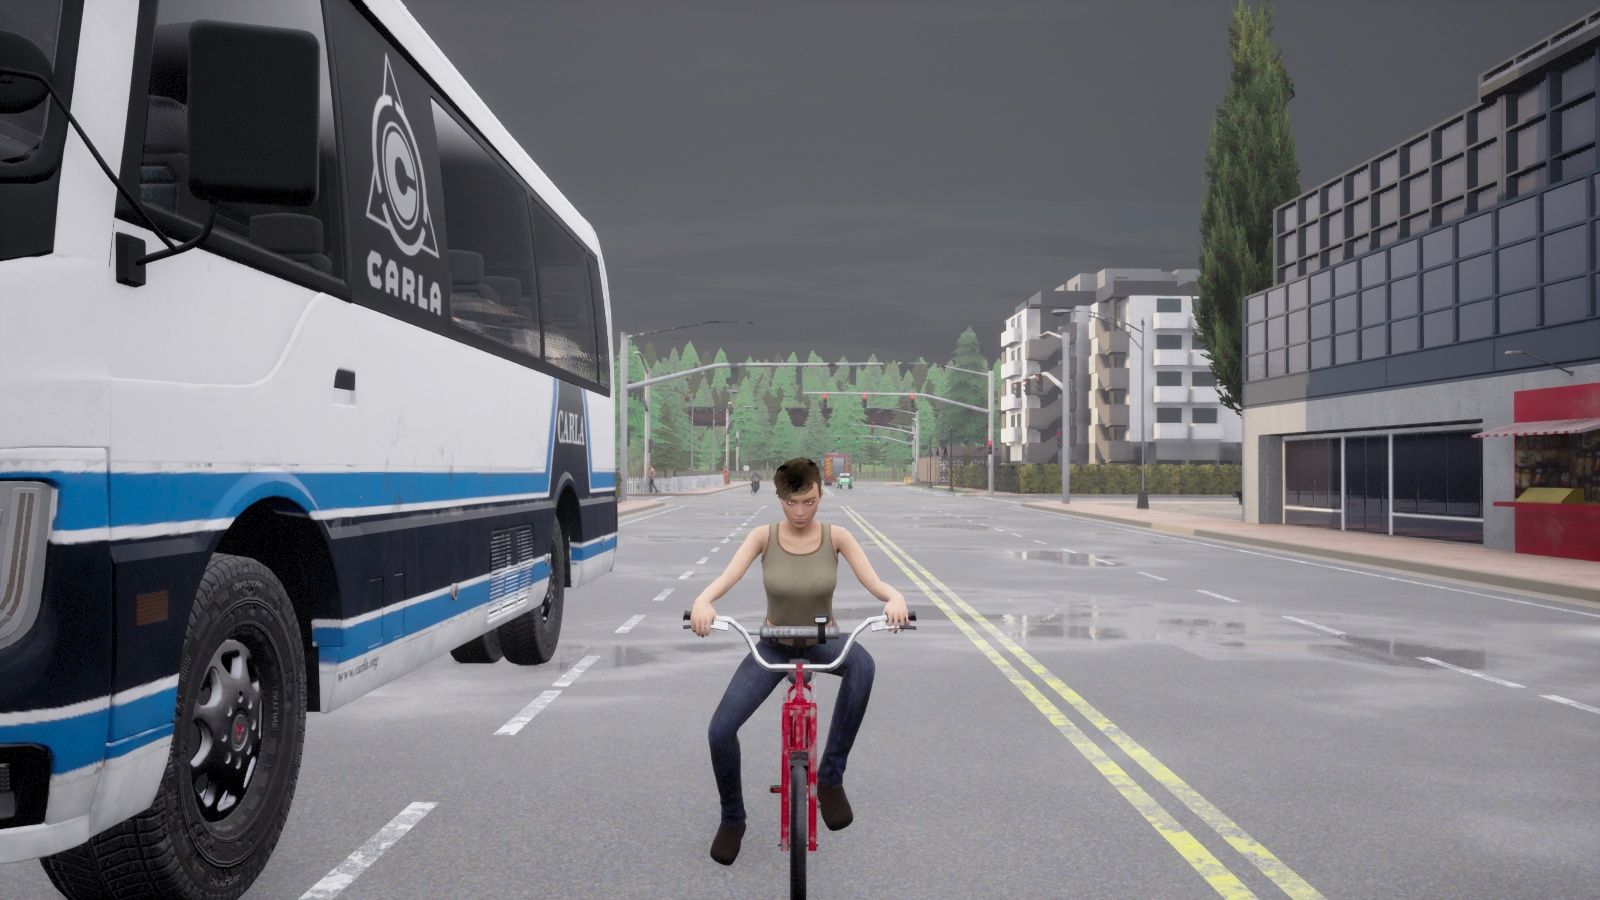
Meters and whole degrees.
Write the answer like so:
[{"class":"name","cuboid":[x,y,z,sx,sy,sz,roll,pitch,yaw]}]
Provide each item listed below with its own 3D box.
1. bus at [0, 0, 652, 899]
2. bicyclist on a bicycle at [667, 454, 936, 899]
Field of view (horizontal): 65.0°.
[{"class":"bus","cuboid":[-3.490,-0.422,7.526,3.944,4.253,10.273,0,-1,0]},{"class":"bicyclist on a bicycle","cuboid":[0.005,0.832,4.830,0.866,1.612,1.509,0,-1,0]}]
